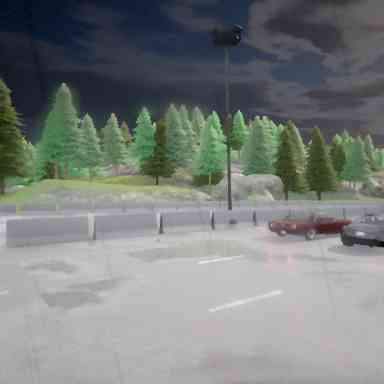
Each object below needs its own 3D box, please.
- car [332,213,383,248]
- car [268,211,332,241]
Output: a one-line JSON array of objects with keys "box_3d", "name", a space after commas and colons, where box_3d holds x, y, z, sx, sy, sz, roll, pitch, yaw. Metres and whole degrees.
[{"box_3d": [8.110, 1.582, 13.953, 4.181, 1.385, 1.994, 0, 0, -36], "name": "car"}, {"box_3d": [6.101, 1.625, 16.819, 4.718, 1.301, 1.895, 0, 0, -36], "name": "car"}]
